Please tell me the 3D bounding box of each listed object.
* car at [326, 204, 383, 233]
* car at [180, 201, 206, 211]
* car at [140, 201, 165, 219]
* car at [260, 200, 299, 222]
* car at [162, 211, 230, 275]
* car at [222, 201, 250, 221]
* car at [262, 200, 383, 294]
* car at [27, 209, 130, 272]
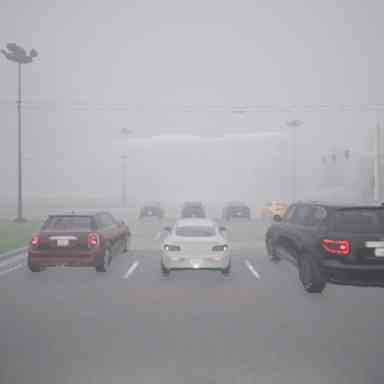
[{"bbox_3d":[10.599,1.552,21.175,2.033,1.411,5.357,0,0,0],"label":"car"},{"bbox_3d":[0.102,1.512,27.911,1.837,1.490,4.892,0,0,0],"label":"car"},{"bbox_3d":[-3.400,1.533,29.050,1.812,1.442,4.674,0,0,0],"label":"car"},{"bbox_3d":[7.101,1.484,27.426,1.882,1.535,5.008,0,0,0],"label":"car"},{"bbox_3d":[0.100,1.528,10.343,1.812,1.442,4.674,0,0,0],"label":"car"},{"bbox_3d":[3.601,1.484,27.681,1.882,1.535,5.008,0,0,0],"label":"car"},{"bbox_3d":[3.596,1.224,8.967,2.150,2.045,5.566,0,0,0],"label":"car"},{"bbox_3d":[-3.402,1.355,10.902,2.097,1.767,4.553,0,0,0],"label":"car"}]
